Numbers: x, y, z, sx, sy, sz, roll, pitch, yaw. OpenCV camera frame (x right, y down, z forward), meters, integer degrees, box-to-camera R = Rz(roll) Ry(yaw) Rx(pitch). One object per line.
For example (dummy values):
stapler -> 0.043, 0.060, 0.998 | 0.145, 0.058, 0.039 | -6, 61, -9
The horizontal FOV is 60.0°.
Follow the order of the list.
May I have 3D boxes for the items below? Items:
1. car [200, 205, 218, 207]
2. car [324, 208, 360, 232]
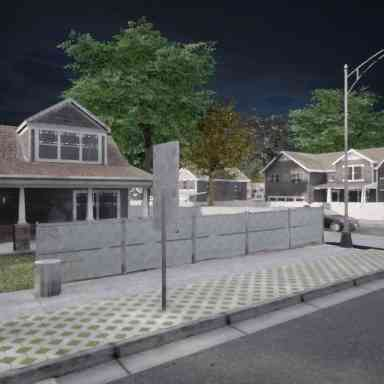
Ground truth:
car -> 1.814, 1.910, 30.416 | 1.812, 1.442, 4.674 | 0, -1, -36
car -> 8.279, 1.727, 21.443 | 1.812, 1.442, 4.674 | 0, -1, -36
